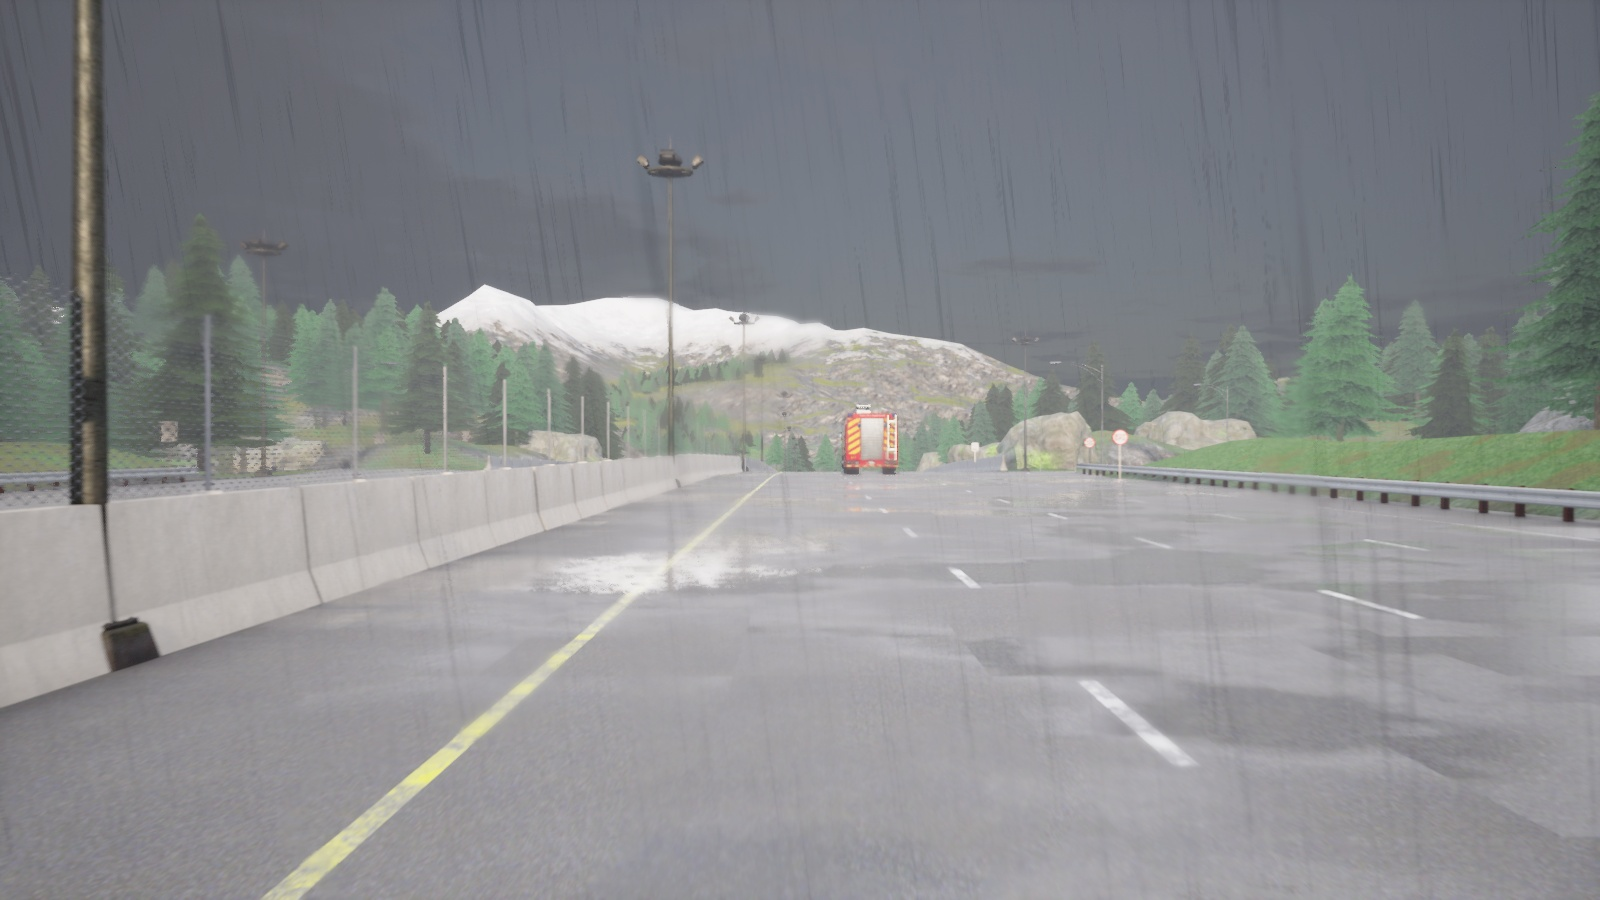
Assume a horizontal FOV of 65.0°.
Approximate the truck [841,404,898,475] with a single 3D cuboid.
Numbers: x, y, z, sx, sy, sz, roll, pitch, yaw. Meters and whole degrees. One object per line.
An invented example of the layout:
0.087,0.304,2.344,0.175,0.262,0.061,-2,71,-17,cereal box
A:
3.930,-0.520,72.517,2.891,3.827,8.468,0,-1,0,truck
